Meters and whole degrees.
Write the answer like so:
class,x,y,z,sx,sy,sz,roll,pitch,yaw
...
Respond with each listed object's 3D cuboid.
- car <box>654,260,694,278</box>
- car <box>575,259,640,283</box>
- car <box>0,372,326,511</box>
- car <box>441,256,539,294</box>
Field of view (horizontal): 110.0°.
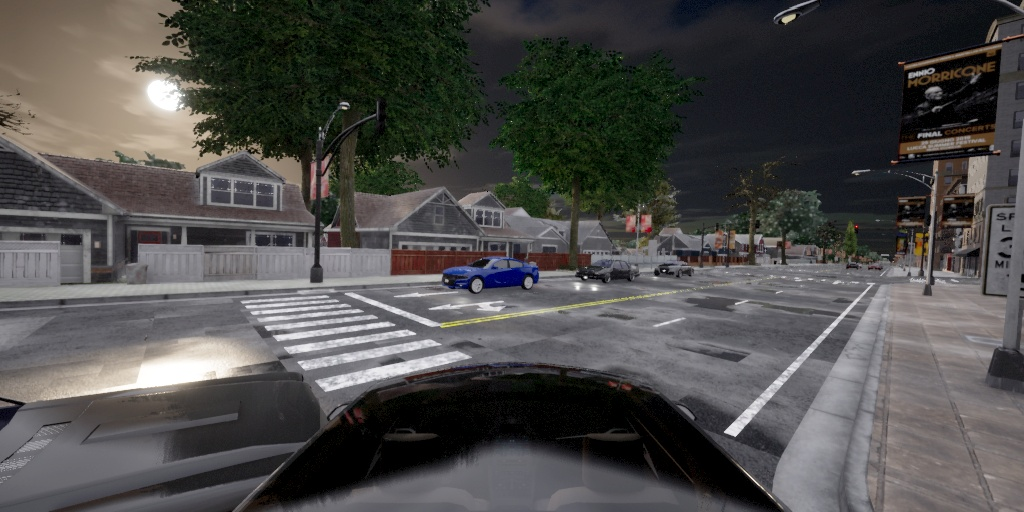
class,x,y,z,sx,sy,sz,roll,pitch,yaw
car,13.698,1.027,30.232,4.181,1.385,1.994,1,2,-43
car,6.393,0.927,23.424,5.357,1.411,2.033,1,2,-43
car,-3.317,1.273,1.470,4.718,1.301,1.895,1,2,-33
car,-0.881,0.778,16.618,5.008,1.535,1.882,1,2,-43
